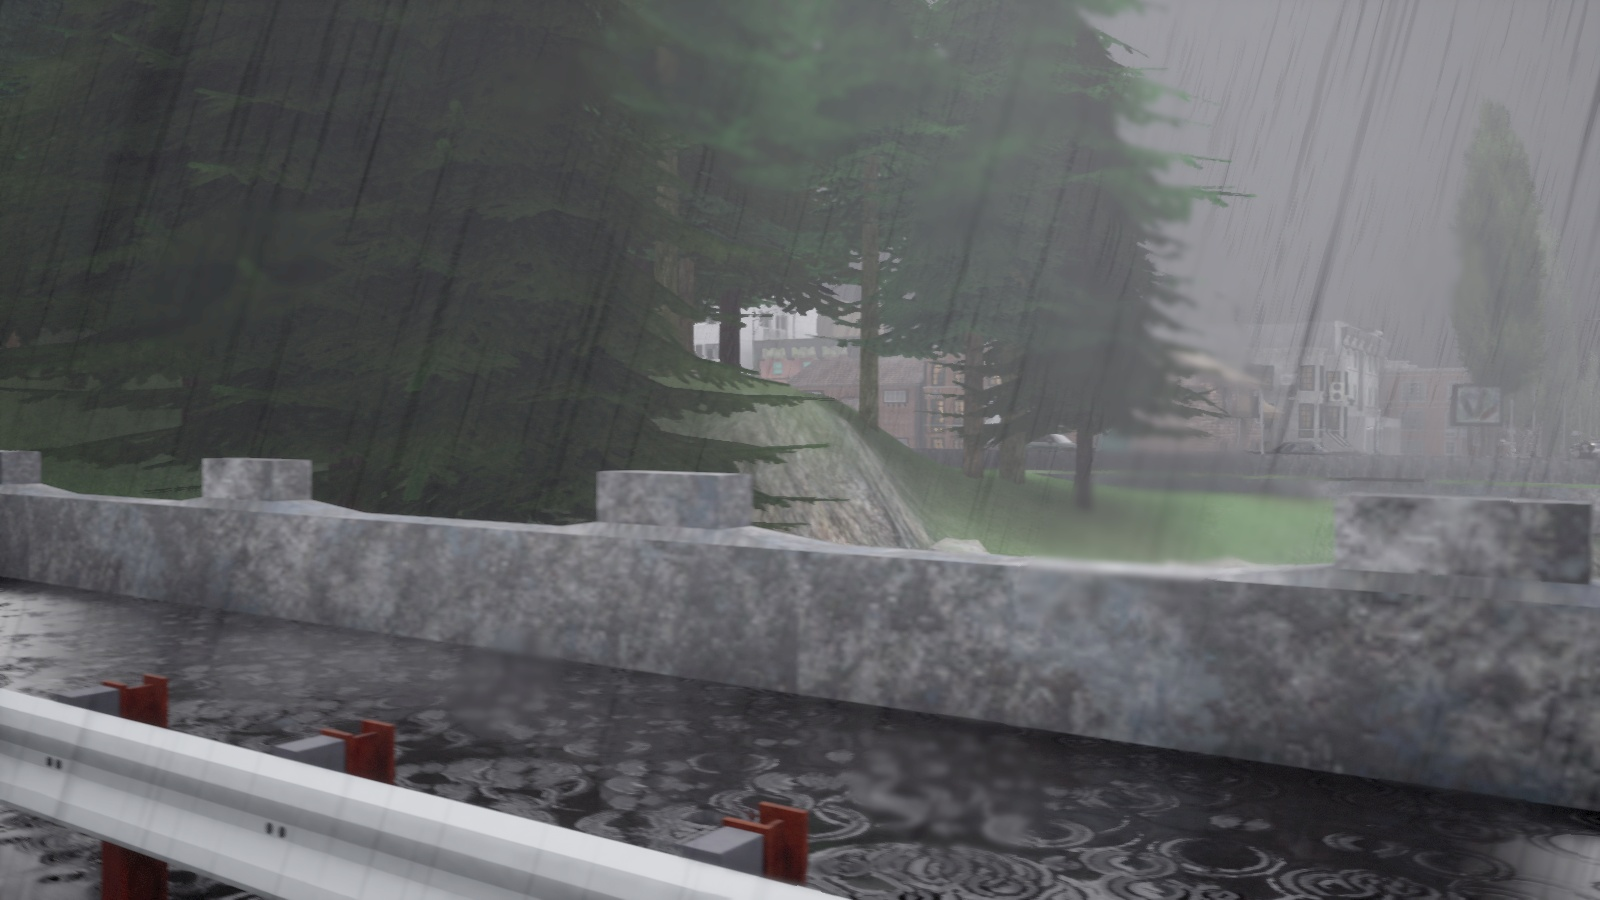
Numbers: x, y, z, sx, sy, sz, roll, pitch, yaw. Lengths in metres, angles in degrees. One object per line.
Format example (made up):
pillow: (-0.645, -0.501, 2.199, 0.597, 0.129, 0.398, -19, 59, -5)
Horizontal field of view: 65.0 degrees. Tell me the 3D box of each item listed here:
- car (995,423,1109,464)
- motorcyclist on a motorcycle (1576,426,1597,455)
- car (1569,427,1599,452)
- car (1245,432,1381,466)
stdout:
car: (11.263, -0.280, 56.221, 4.553, 1.767, 2.097, 0, 1, 34)
motorcyclist on a motorcycle: (41.173, -0.504, 65.765, 0.866, 1.530, 2.191, 0, 1, 34)
car: (45.732, -0.610, 72.618, 1.994, 1.385, 4.181, 0, 1, 34)
car: (20.450, -0.037, 50.108, 4.718, 1.301, 1.895, 0, 1, 34)
